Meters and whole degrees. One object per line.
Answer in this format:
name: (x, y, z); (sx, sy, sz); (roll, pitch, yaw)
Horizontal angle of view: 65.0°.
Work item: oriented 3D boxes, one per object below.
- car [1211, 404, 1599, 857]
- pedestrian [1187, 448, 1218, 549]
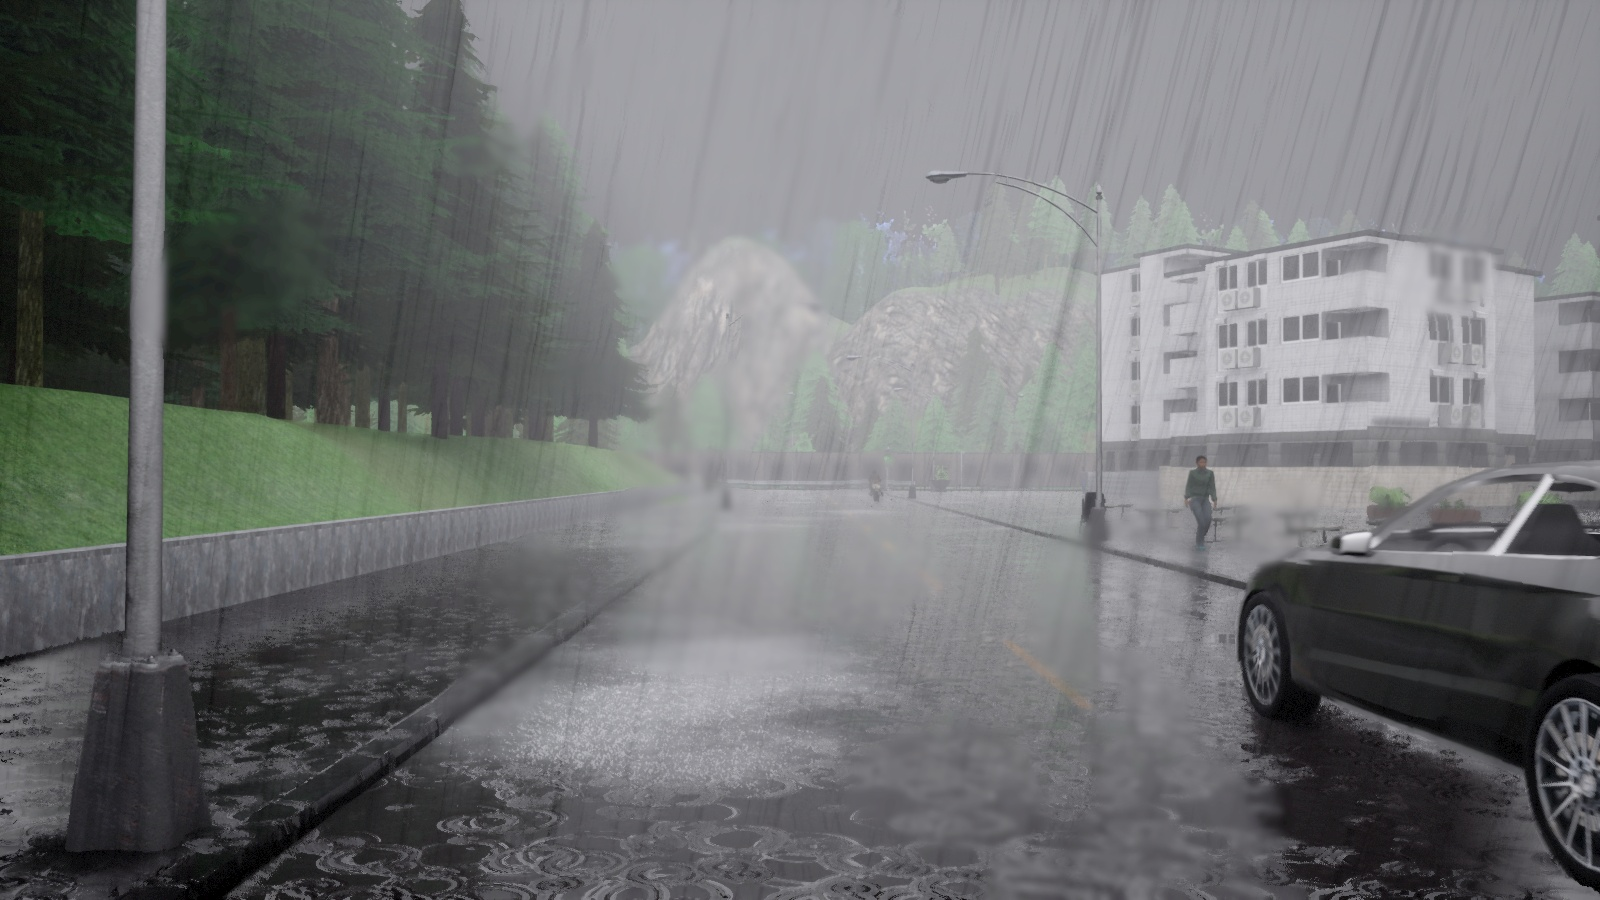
car: (3.985, 0.684, 6.335); (2.152, 1.651, 5.027); (0, -1, 0)
pedestrian: (7.456, 0.885, 23.279); (0.353, 1.847, 0.614); (0, -1, 0)
